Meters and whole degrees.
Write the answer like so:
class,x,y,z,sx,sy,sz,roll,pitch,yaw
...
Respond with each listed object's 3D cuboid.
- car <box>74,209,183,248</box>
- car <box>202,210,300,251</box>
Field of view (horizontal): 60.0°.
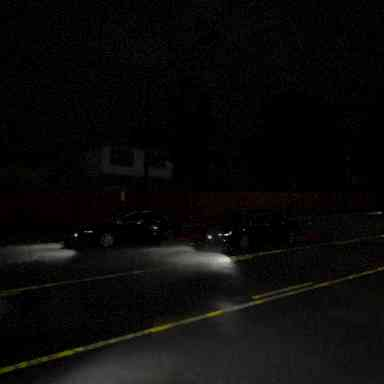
class,x,y,z,sx,sy,sz,roll,pitch,yaw
car,-2.736,1.538,14.938,4.892,1.490,1.837,1,-1,-35
car,2.677,1.557,14.499,4.892,1.490,1.837,1,0,-35
